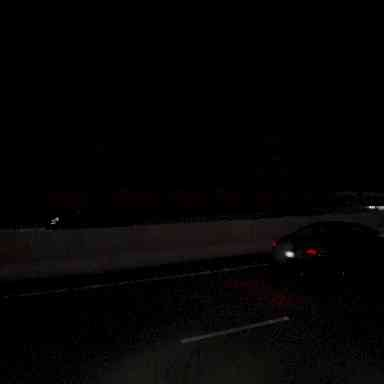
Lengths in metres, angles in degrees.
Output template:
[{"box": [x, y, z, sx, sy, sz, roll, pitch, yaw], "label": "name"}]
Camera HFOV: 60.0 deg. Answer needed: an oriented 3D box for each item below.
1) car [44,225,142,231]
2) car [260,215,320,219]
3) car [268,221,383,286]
[{"box": [-4.881, 1.305, 16.558, 4.553, 1.767, 2.097, 0, 0, -27], "label": "car"}, {"box": [5.457, 1.489, 18.376, 4.181, 1.385, 1.994, 0, 0, -33], "label": "car"}, {"box": [4.194, 1.523, 9.258, 4.181, 1.385, 1.994, 0, 0, -28], "label": "car"}]
